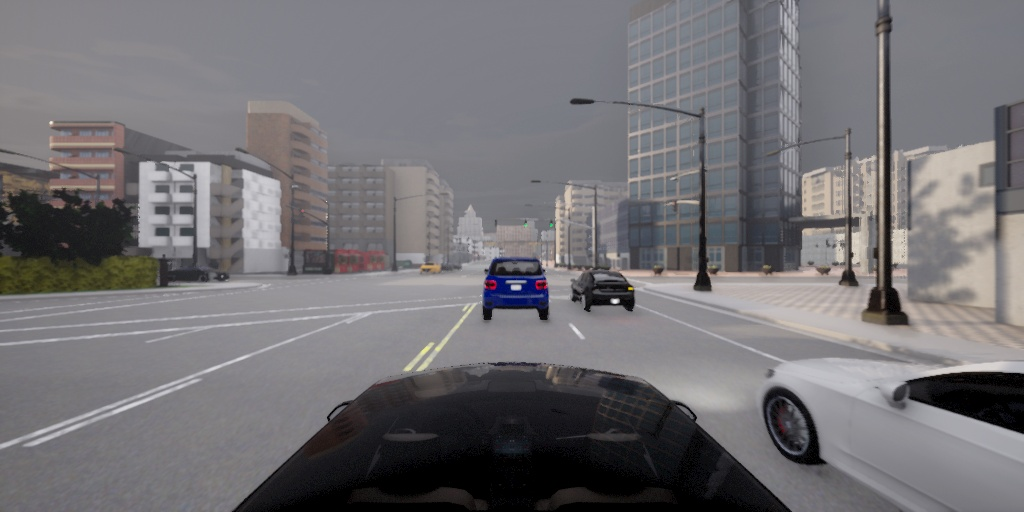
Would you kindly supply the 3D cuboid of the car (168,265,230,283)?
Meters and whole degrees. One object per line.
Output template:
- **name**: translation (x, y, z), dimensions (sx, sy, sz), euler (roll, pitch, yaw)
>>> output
- **car**: translation (-25.598, 1.460, 29.265), dimensions (4.181, 1.385, 1.994), euler (0, 0, 1)

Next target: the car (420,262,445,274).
- **car**: translation (-10.505, 1.521, 46.512), dimensions (1.882, 1.535, 5.008), euler (0, -1, 0)

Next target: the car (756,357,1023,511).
- **car**: translation (3.600, 1.284, 1.993), dimensions (1.812, 1.442, 4.674), euler (0, -1, 0)

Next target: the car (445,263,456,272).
- **car**: translation (-10.487, 1.779, 55.942), dimensions (1.895, 1.301, 4.718), euler (0, -1, 0)

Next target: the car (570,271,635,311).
- **car**: translation (3.638, 1.356, 15.006), dimensions (1.837, 1.490, 4.892), euler (0, -1, 0)

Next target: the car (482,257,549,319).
- **car**: translation (0.117, 1.063, 13.444), dimensions (2.150, 2.045, 5.566), euler (0, -1, 0)
